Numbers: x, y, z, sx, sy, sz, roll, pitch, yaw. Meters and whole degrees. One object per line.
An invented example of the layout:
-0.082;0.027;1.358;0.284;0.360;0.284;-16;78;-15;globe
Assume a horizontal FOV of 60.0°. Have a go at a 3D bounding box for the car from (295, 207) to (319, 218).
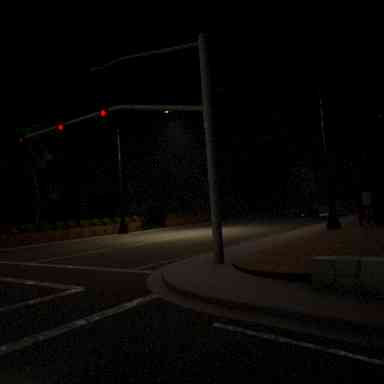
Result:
15.423;2.678;44.258;1.895;1.301;4.718;-6;-4;37;car
